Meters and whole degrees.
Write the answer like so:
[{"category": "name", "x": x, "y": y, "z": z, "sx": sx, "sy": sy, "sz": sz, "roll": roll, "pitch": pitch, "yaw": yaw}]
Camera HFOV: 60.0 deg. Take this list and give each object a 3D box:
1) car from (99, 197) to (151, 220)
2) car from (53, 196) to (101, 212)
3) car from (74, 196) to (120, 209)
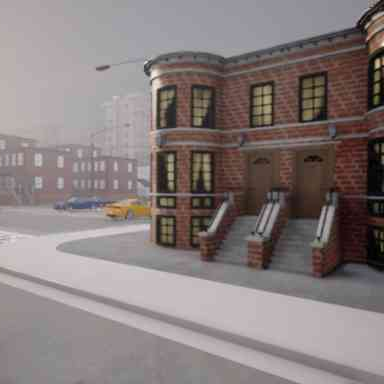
[{"category": "car", "x": -4.510, "y": 1.309, "z": 26.332, "sx": 1.882, "sy": 1.535, "sz": 5.008, "roll": 1, "pitch": 0, "yaw": 36}, {"category": "car", "x": -11.859, "y": 1.213, "z": 34.383, "sx": 1.882, "sy": 1.535, "sz": 5.008, "roll": 1, "pitch": 0, "yaw": 35}, {"category": "car", "x": -11.546, "y": 1.252, "z": 40.899, "sx": 2.033, "sy": 1.411, "sz": 5.357, "roll": 1, "pitch": 0, "yaw": 35}]
